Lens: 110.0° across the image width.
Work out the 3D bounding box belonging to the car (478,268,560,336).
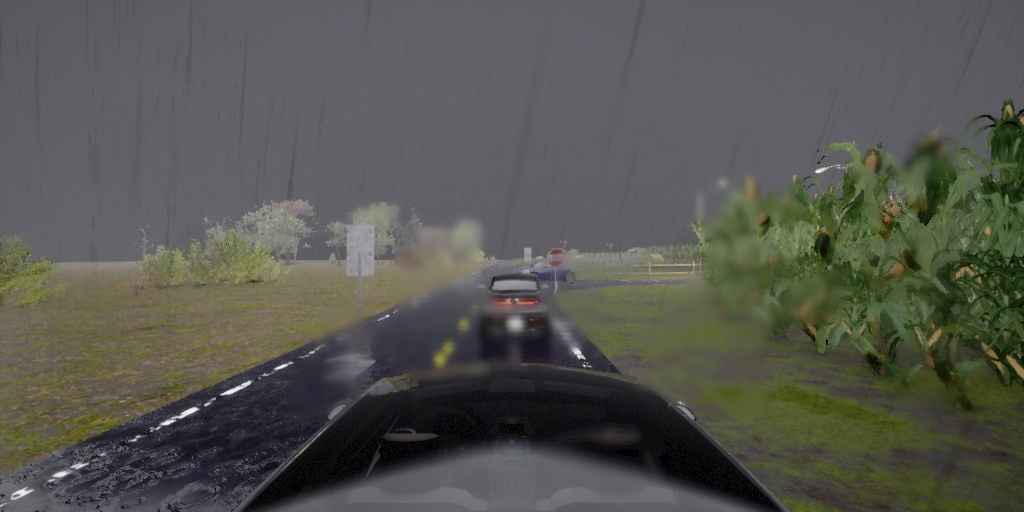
[{"bbox_3d":[0.083,1.258,10.362,1.837,1.490,4.892,0,0,0],"label":"car"}]

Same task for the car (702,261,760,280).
[{"bbox_3d":[17.226,1.131,27.692,4.674,1.442,1.812,-1,-1,-1],"label":"car"}]

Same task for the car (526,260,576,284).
[{"bbox_3d":[2.180,1.063,25.104,4.553,1.767,2.097,0,-1,-30],"label":"car"}]
